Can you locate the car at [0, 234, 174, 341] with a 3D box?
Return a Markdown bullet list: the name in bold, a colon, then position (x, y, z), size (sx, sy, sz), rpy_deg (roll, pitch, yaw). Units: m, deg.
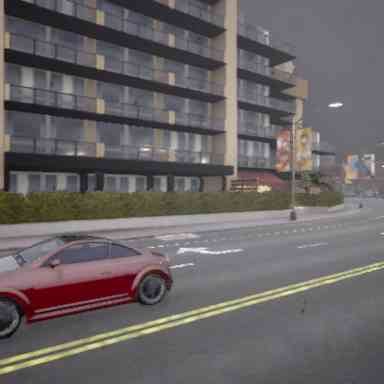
- **car**: position (-2.448, 1.562, 6.501), size (4.181, 1.385, 1.994), rpy_deg (0, 0, -35)
